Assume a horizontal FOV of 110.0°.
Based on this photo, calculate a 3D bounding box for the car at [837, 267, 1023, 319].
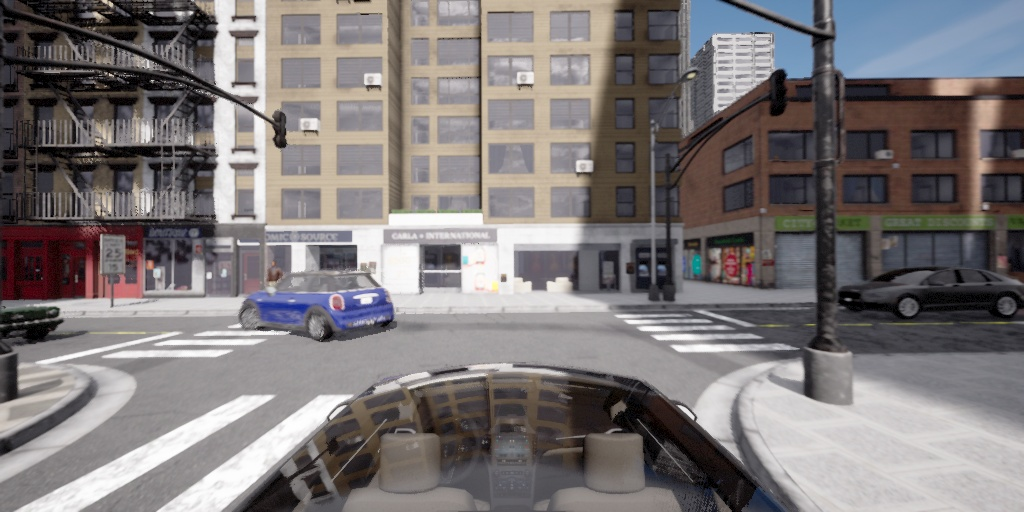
[{"bbox_3d":[13.169,1.108,11.456,4.892,1.490,1.837,-1,0,0],"label":"car"}]

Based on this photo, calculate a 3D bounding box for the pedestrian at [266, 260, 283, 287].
[{"bbox_3d":[-9.802,1.088,14.762,0.375,1.860,0.375,0,0,1],"label":"pedestrian"}]

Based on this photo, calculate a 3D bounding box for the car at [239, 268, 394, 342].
[{"bbox_3d":[-5.625,1.207,10.250,4.553,1.767,2.097,-1,0,28],"label":"car"}]

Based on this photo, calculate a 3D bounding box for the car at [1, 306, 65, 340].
[{"bbox_3d":[-13.992,1.554,8.571,4.718,1.301,1.895,-1,0,1],"label":"car"}]
